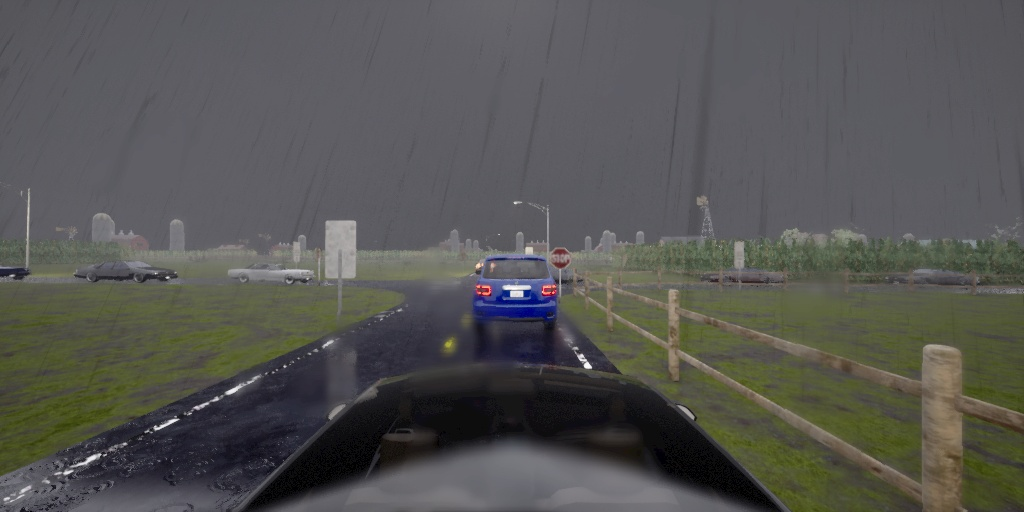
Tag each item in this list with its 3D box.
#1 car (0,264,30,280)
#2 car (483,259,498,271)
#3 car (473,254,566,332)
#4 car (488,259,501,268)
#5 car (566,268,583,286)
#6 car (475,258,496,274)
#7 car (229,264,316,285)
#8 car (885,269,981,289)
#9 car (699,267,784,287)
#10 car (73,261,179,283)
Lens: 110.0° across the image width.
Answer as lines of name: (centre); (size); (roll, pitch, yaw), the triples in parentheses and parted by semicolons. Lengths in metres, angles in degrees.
car: (-35.320, 0.968, 23.768); (4.718, 1.301, 1.895); (1, -1, 0)
car: (-2.940, 1.207, 50.561); (1.882, 1.535, 5.008); (0, 0, 0)
car: (0.056, 0.973, 11.010); (2.150, 2.045, 5.566); (0, 0, -1)
car: (-2.955, 1.264, 61.219); (2.033, 1.411, 5.357); (0, 0, 0)
car: (2.332, 1.327, 24.323); (5.357, 1.411, 2.033); (1, -1, -29)
car: (-2.926, 1.090, 40.656); (2.097, 1.767, 4.553); (0, 0, 0)
car: (-15.714, 1.171, 23.733); (4.718, 1.301, 1.895); (1, -1, 0)
car: (31.155, 1.698, 26.614); (5.357, 1.411, 2.033); (1, -1, 0)
car: (16.985, 1.529, 26.635); (5.357, 1.411, 2.033); (1, -1, 0)
car: (-25.476, 1.015, 23.743); (5.357, 1.411, 2.033); (1, -1, 0)
